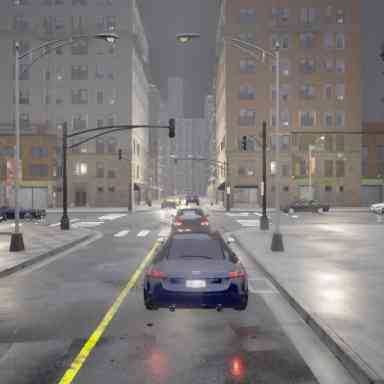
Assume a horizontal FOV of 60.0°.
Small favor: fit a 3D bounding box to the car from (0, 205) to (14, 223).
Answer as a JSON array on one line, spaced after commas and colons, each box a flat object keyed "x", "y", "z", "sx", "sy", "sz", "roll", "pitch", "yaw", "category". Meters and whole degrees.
[{"x": -15.224, "y": 1.615, "z": 23.183, "sx": 4.181, "sy": 1.385, "sz": 1.994, "roll": 0, "pitch": 0, "yaw": 0, "category": "car"}]

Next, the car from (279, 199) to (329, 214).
[{"x": 11.157, "y": 1.450, "z": 33.298, "sx": 4.892, "sy": 1.490, "sz": 1.837, "roll": 0, "pitch": 0, "yaw": 0, "category": "car"}]

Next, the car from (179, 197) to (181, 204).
[{"x": -3.105, "y": 1.505, "z": 55.118, "sx": 1.882, "sy": 1.535, "sz": 5.008, "roll": 0, "pitch": 0, "yaw": 0, "category": "car"}]

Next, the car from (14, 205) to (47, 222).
[{"x": -14.153, "y": 1.648, "z": 26.438, "sx": 4.718, "sy": 1.301, "sz": 1.895, "roll": 0, "pitch": 0, "yaw": 0, "category": "car"}]

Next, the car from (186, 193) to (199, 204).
[{"x": 0.075, "y": 1.253, "z": 58.404, "sx": 2.150, "sy": 2.045, "sz": 5.566, "roll": 0, "pitch": 0, "yaw": 0, "category": "car"}]

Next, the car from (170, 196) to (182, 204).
[{"x": -3.081, "y": 1.586, "z": 65.756, "sx": 2.033, "sy": 1.411, "sz": 5.357, "roll": 0, "pitch": 0, "yaw": 0, "category": "car"}]

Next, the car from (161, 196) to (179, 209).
[{"x": -3.078, "y": 1.618, "z": 44.826, "sx": 1.895, "sy": 1.301, "sz": 4.718, "roll": 0, "pitch": 0, "yaw": 0, "category": "car"}]

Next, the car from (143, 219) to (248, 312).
[{"x": 0.083, "y": 1.564, "z": 7.785, "sx": 1.994, "sy": 1.385, "sz": 4.181, "roll": 0, "pitch": 0, "yaw": 0, "category": "car"}]

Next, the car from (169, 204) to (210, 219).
[{"x": -0.087, "y": 1.525, "z": 16.529, "sx": 1.812, "sy": 1.442, "sz": 4.674, "roll": 0, "pitch": 0, "yaw": -2, "category": "car"}]

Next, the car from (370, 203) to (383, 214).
[{"x": 20.419, "y": 1.439, "z": 33.352, "sx": 4.674, "sy": 1.442, "sz": 1.812, "roll": 0, "pitch": 0, "yaw": -1, "category": "car"}]

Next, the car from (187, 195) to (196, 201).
[{"x": -0.114, "y": 1.583, "z": 86.685, "sx": 2.128, "sy": 1.511, "sz": 4.902, "roll": 0, "pitch": 0, "yaw": 0, "category": "car"}]
